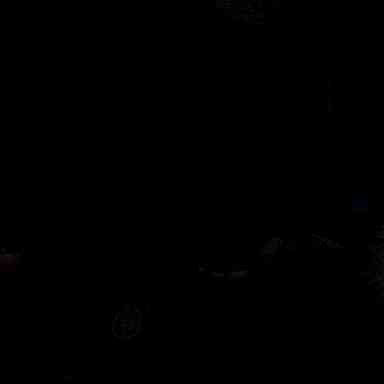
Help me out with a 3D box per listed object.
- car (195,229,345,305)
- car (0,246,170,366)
[{"bbox_3d":[2.024,1.578,7.986,4.206,1.307,1.802,0,0,-36],"label":"car"},{"bbox_3d":[-2.470,1.544,4.772,4.507,1.381,1.887,0,0,-36],"label":"car"}]
